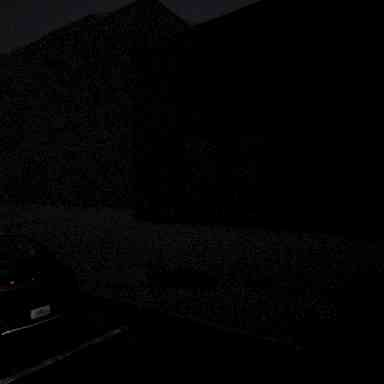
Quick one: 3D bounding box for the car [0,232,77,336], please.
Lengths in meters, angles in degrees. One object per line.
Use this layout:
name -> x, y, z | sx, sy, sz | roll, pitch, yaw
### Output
car -> -4.187, 1.485, 6.231 | 4.892, 1.521, 2.231 | 0, 0, 35
